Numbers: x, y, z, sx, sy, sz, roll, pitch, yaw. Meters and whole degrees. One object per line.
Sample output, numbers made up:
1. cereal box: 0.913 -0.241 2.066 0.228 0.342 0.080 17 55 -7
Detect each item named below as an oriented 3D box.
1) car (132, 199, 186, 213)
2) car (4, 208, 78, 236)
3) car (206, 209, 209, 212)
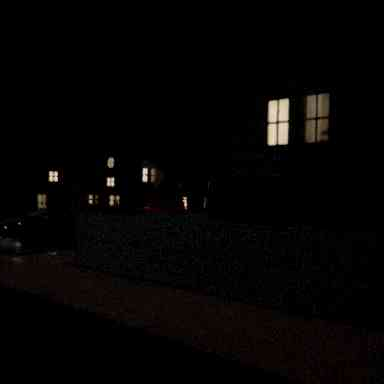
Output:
1. car: -2.720 1.646 28.509 2.150 2.045 5.566 2 0 36
2. car: -8.826 1.726 20.199 1.812 1.442 4.674 2 0 36
3. car: 3.398 2.147 36.805 2.128 1.511 4.902 2 0 36
